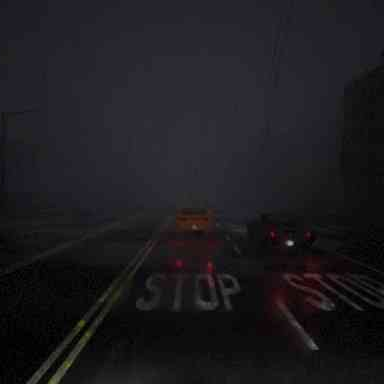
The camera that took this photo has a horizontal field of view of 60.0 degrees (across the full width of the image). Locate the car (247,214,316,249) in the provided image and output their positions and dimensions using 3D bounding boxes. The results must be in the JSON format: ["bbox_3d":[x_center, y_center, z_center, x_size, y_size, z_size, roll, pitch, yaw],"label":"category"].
[{"bbox_3d":[3.599,1.593,14.418,1.895,1.301,4.718,0,0,0],"label":"car"}]

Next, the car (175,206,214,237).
[{"bbox_3d":[0.099,1.466,17.964,1.882,1.535,5.008,0,0,0],"label":"car"}]
